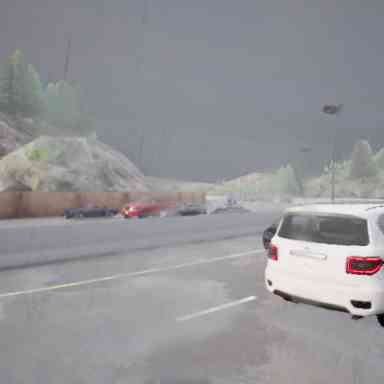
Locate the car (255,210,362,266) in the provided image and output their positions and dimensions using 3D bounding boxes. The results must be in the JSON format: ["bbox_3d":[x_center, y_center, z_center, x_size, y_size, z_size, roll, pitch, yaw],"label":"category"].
[{"bbox_3d":[4.615,1.555,12.669,4.892,1.490,1.837,0,0,-44],"label":"car"}]

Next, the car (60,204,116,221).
[{"bbox_3d":[-8.854,1.725,28.903,1.895,1.301,4.718,0,0,44],"label":"car"}]

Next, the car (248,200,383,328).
[{"bbox_3d":[3.901,1.251,7.192,5.566,2.045,2.150,0,0,-41],"label":"car"}]

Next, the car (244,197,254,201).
[{"bbox_3d":[11.640,1.559,68.290,1.812,1.442,4.674,0,0,2],"label":"car"}]

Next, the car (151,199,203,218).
[{"bbox_3d":[-0.670,1.604,27.616,2.128,1.511,4.902,0,0,40],"label":"car"}]

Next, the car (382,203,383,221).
[{"bbox_3d":[17.690,1.706,28.936,1.895,1.301,4.718,0,0,31],"label":"car"}]

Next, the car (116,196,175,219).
[{"bbox_3d":[-3.586,1.344,29.462,2.150,2.045,5.566,0,0,40],"label":"car"}]

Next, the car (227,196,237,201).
[{"bbox_3d":[8.124,1.686,67.792,1.837,1.490,4.892,0,0,2],"label":"car"}]

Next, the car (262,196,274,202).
[{"bbox_3d":[15.045,1.489,65.878,1.812,1.442,4.674,0,0,6],"label":"car"}]

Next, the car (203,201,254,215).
[{"bbox_3d":[3.124,1.671,26.749,1.994,1.385,4.181,0,0,39],"label":"car"}]

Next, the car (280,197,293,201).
[{"bbox_3d":[18.462,1.699,65.026,2.033,1.411,5.357,0,0,6],"label":"car"}]
